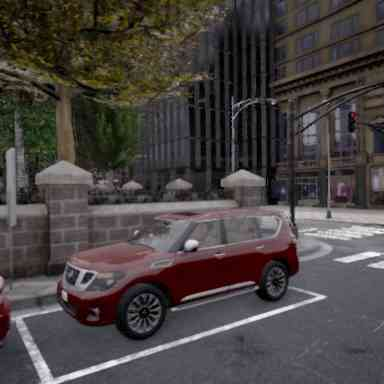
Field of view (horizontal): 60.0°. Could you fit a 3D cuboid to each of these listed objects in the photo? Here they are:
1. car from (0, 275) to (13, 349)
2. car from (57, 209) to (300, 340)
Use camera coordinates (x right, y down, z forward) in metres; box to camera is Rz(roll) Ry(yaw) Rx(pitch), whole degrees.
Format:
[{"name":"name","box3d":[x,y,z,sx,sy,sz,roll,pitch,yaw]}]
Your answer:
[{"name":"car","box3d":[-4.454,1.548,3.493,4.507,1.381,1.887,0,-1,-35]},{"name":"car","box3d":[0.051,1.304,6.691,5.009,1.841,2.192,0,-1,-35]}]
